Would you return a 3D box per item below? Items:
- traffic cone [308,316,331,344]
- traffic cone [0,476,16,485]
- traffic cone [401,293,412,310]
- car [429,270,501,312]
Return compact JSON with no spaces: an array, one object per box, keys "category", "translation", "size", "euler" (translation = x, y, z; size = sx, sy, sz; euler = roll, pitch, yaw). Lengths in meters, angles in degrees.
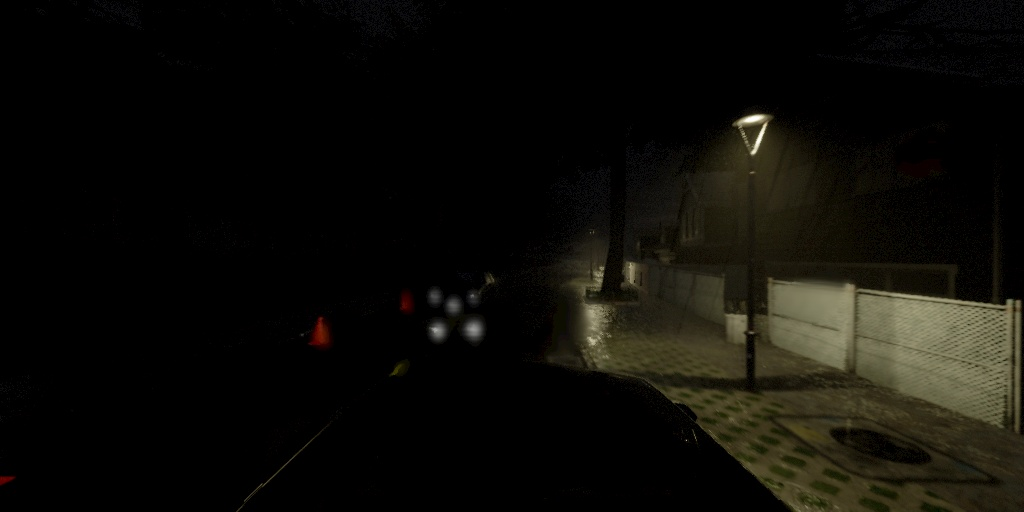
[{"category":"traffic cone","translation":[-4.346,1.666,8.117],"size":[0.340,0.580,0.340],"euler":[0,0,4]},{"category":"traffic cone","translation":[-4.554,1.676,3.008],"size":[0.340,0.580,0.340],"euler":[0,0,1]},{"category":"traffic cone","translation":[-3.905,1.658,13.211],"size":[0.340,0.580,0.340],"euler":[0,0,6]},{"category":"car","translation":[-1.614,1.260,14.460],"size":[2.033,1.411,5.357],"euler":[0,0,7]}]
